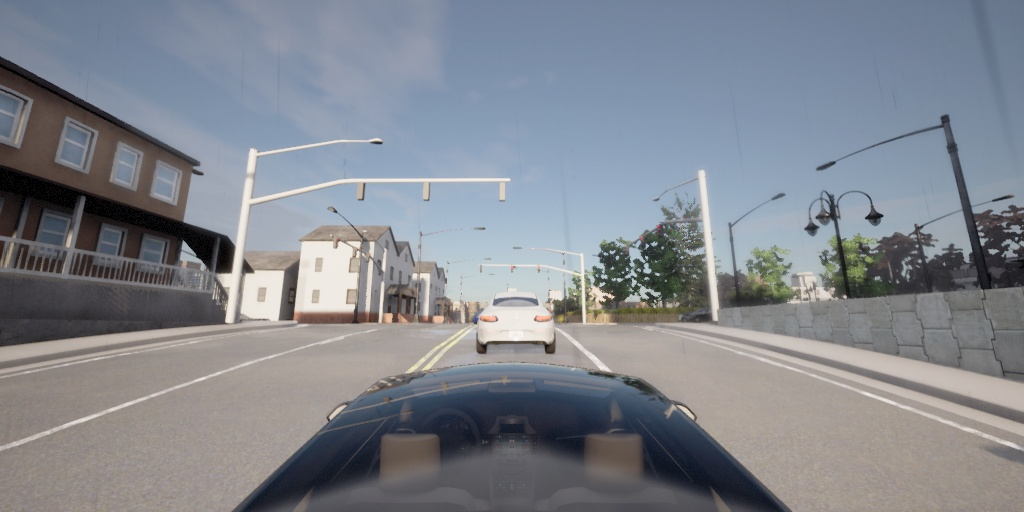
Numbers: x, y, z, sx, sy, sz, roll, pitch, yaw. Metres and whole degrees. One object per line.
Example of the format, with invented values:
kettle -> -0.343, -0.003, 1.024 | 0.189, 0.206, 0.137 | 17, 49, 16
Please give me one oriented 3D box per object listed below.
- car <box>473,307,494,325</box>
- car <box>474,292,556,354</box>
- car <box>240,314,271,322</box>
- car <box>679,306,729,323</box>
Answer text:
car -> -3.585, 7.723, 45.878 | 2.150, 2.045, 5.566 | 0, -11, 0
car -> 0.091, 1.706, 9.764 | 1.812, 1.442, 4.674 | 0, -6, 0
car -> -20.137, 5.098, 25.552 | 5.566, 2.045, 2.150 | -9, -10, -1
car -> 16.002, 4.806, 28.887 | 4.902, 1.511, 2.128 | 0, -11, 1
